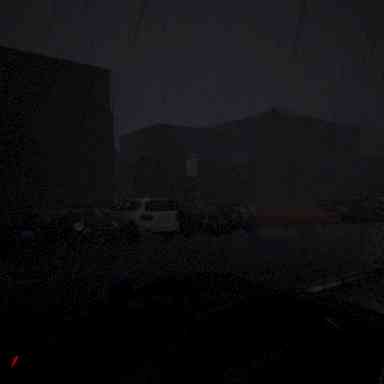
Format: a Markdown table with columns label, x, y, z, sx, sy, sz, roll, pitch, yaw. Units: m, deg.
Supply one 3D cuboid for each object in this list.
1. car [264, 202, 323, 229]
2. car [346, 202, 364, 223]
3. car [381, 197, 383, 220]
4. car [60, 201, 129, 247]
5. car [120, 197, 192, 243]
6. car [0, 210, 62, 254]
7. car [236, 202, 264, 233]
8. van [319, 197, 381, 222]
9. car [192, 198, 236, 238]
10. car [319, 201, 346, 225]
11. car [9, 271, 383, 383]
| label | x | y | z | sx | sy | sz | roll | pitch | yaw |
| --- | --- | --- | --- | --- | --- | --- | --- | --- | --- |
| car | 6.119 | 1.642 | 23.547 | 1.946 | 1.575 | 5.366 | 1 | 0 | -36 |
| car | 10.714 | 1.727 | 26.605 | 2.002 | 1.452 | 4.674 | 1 | 0 | -36 |
| car | 15.181 | 1.597 | 29.844 | 2.185 | 1.767 | 4.553 | 0 | 0 | -36 |
| car | -4.999 | 1.398 | 15.397 | 2.185 | 1.767 | 4.553 | 0 | 0 | -36 |
| car | -2.756 | 1.297 | 16.999 | 2.435 | 2.045 | 5.566 | 1 | 0 | -36 |
| car | -7.241 | 1.535 | 13.790 | 2.163 | 1.488 | 4.792 | 0 | 0 | -36 |
| car | 1.761 | 1.472 | 20.161 | 2.185 | 1.767 | 4.553 | 1 | 0 | -36 |
| van | 13.025 | 1.479 | 28.119 | 1.878 | 1.987 | 4.442 | 0 | 0 | -36 |
| car | -0.481 | 1.322 | 18.558 | 2.435 | 2.045 | 5.566 | 1 | 0 | -36 |
| car | 8.364 | 1.664 | 25.153 | 1.946 | 1.575 | 5.366 | 1 | 0 | -36 |
| car | 0.442 | 1.578 | 3.447 | 4.181 | 1.385 | 1.994 | 1 | 0 | -35 |
